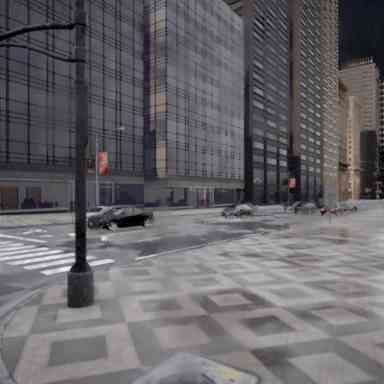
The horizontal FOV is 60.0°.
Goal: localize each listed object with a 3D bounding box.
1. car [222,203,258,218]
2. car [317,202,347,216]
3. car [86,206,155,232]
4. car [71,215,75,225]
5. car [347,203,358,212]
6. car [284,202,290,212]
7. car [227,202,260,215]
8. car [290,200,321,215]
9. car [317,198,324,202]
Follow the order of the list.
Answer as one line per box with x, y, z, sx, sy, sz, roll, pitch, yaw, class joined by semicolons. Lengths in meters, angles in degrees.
4.926;1.971;35.296;1.812;1.442;4.674;0;-1;36;car
17.463;2.188;41.331;1.895;1.301;4.718;0;-1;36;car
-4.620;1.702;22.057;1.882;1.535;5.008;0;-1;36;car
-6.677;1.775;24.769;1.812;1.442;4.674;0;-1;36;car
23.326;2.271;49.546;2.033;1.411;5.357;0;-1;36;car
15.129;2.182;49.290;2.128;1.511;4.902;0;-1;36;car
6.793;2.107;43.415;2.033;1.411;5.357;0;-1;36;car
14.807;2.103;43.204;1.837;1.490;4.892;0;-1;36;car
20.708;1.956;51.474;2.150;2.045;5.566;0;-1;36;car
